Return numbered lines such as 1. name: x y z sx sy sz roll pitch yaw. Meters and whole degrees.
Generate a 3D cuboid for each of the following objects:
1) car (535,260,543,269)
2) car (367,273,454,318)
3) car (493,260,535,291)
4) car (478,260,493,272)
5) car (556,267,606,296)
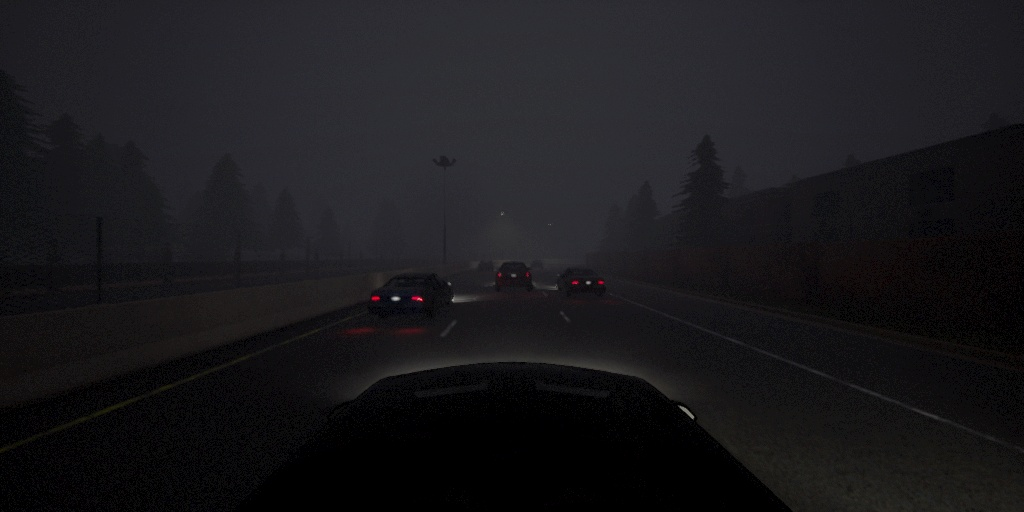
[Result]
1. car: 4.210 1.336 59.286 1.812 1.442 4.674 -1 0 7
2. car: -3.408 1.310 13.023 2.033 1.411 5.357 0 0 0
3. car: 0.099 1.123 22.353 2.097 1.767 4.553 0 0 0
4. car: -3.367 1.290 47.734 2.128 1.511 4.902 0 0 1
5. car: 3.594 1.316 19.358 2.033 1.411 5.357 0 0 0
